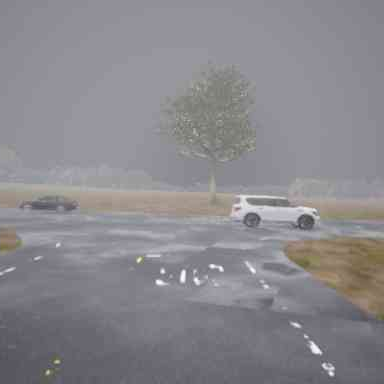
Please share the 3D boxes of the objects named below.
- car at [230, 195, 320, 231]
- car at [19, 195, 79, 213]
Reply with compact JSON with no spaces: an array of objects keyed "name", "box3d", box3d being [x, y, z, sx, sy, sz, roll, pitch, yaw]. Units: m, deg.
[{"name":"car","box3d":[5.254,1.274,21.402,5.566,2.045,2.150,2,0,1]},{"name":"car","box3d":[-12.343,1.012,28.804,4.892,1.490,1.837,2,0,1]}]
